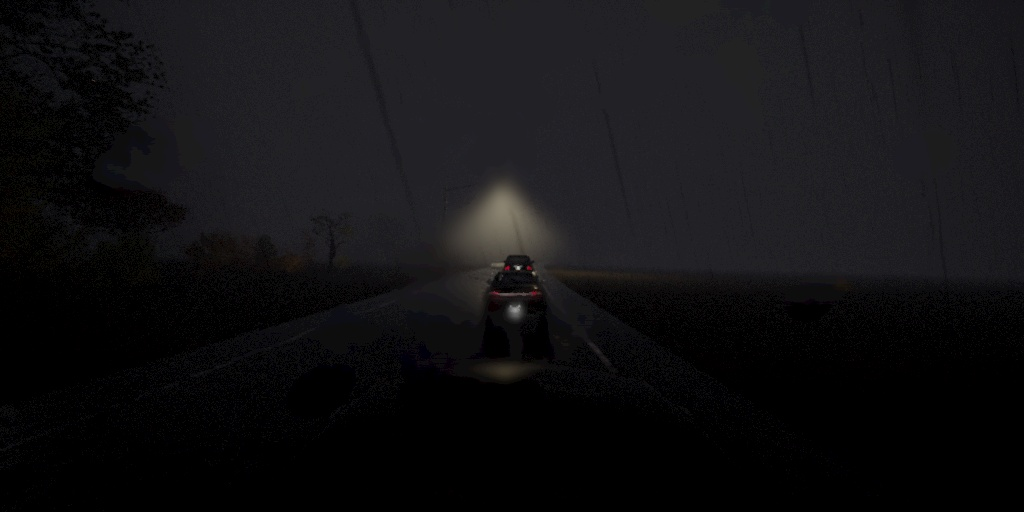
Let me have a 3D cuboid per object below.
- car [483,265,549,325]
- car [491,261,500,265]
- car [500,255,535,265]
[{"bbox_3d":[0.153,1.214,11.753,2.128,1.511,4.902,0,0,1],"label":"car"},{"bbox_3d":[-1.921,1.303,51.835,1.895,1.301,4.718,0,0,4],"label":"car"},{"bbox_3d":[0.521,0.921,27.190,2.150,2.045,5.566,0,0,2],"label":"car"}]
